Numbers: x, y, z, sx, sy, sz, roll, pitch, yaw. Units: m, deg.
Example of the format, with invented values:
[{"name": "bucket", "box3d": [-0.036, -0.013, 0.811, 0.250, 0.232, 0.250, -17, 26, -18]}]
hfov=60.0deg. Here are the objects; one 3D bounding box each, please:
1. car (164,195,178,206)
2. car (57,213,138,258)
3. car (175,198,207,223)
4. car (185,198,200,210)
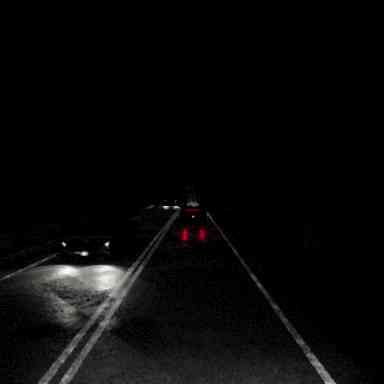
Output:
[{"name": "car", "box3d": [-3.326, 1.307, 53.581, 2.097, 1.767, 4.553, 0, 0, 0]}, {"name": "car", "box3d": [-3.351, 1.540, 13.010, 2.033, 1.411, 5.357, 0, 0, 0]}, {"name": "car", "box3d": [0.095, 1.472, 25.076, 2.128, 1.511, 4.902, 0, 0, 0]}, {"name": "car", "box3d": [0.096, 1.489, 43.009, 1.812, 1.442, 4.674, 0, 0, 0]}]
